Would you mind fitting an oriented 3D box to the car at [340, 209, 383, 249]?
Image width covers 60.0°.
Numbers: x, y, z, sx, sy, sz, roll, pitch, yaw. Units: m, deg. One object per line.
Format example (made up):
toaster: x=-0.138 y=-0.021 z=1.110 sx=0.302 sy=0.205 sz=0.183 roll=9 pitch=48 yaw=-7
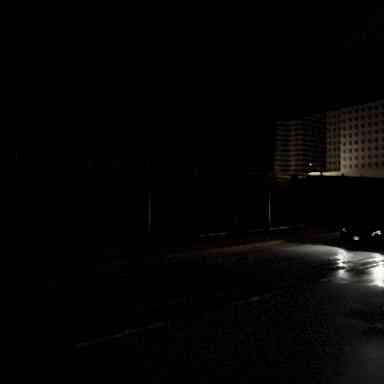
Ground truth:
car: x=8.213 y=1.487 z=14.125 sx=4.674 sy=1.442 sz=1.812 roll=0 pitch=0 yaw=-35
